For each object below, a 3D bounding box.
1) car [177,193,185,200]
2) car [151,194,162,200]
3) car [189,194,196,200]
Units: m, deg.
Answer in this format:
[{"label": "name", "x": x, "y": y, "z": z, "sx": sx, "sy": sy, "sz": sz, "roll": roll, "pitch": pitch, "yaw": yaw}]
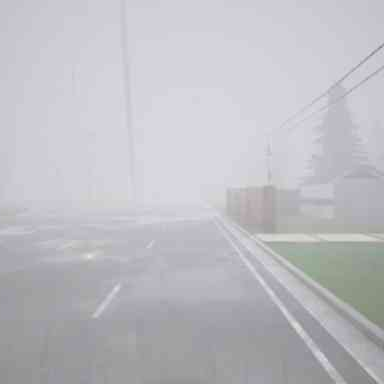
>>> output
[{"label": "car", "x": -3.444, "y": 1.492, "z": 95.495, "sx": 1.837, "sy": 1.490, "sz": 4.892, "roll": 0, "pitch": 0, "yaw": 0}, {"label": "car", "x": -10.444, "y": 1.468, "z": 95.062, "sx": 1.882, "sy": 1.535, "sz": 5.008, "roll": 0, "pitch": 0, "yaw": 0}, {"label": "car", "x": 0.056, "y": 1.523, "z": 95.366, "sx": 1.812, "sy": 1.442, "sz": 4.674, "roll": 0, "pitch": 0, "yaw": 0}]
